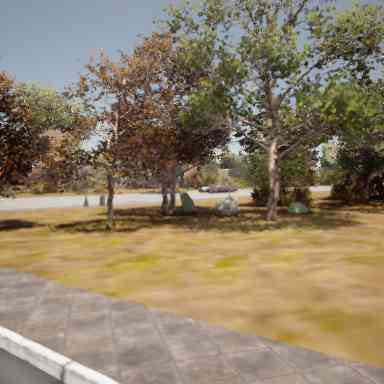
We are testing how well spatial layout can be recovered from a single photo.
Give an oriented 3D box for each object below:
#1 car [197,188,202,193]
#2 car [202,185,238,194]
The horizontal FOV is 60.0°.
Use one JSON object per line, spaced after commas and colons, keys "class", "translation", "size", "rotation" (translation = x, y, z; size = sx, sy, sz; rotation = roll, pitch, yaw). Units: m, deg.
{"class": "car", "translation": [3.345, -0.569, 57.889], "size": [4.718, 1.301, 1.895], "rotation": [-2, 3, -25]}
{"class": "car", "translation": [4.933, -0.509, 54.768], "size": [5.357, 1.411, 2.033], "rotation": [-3, 3, -25]}
